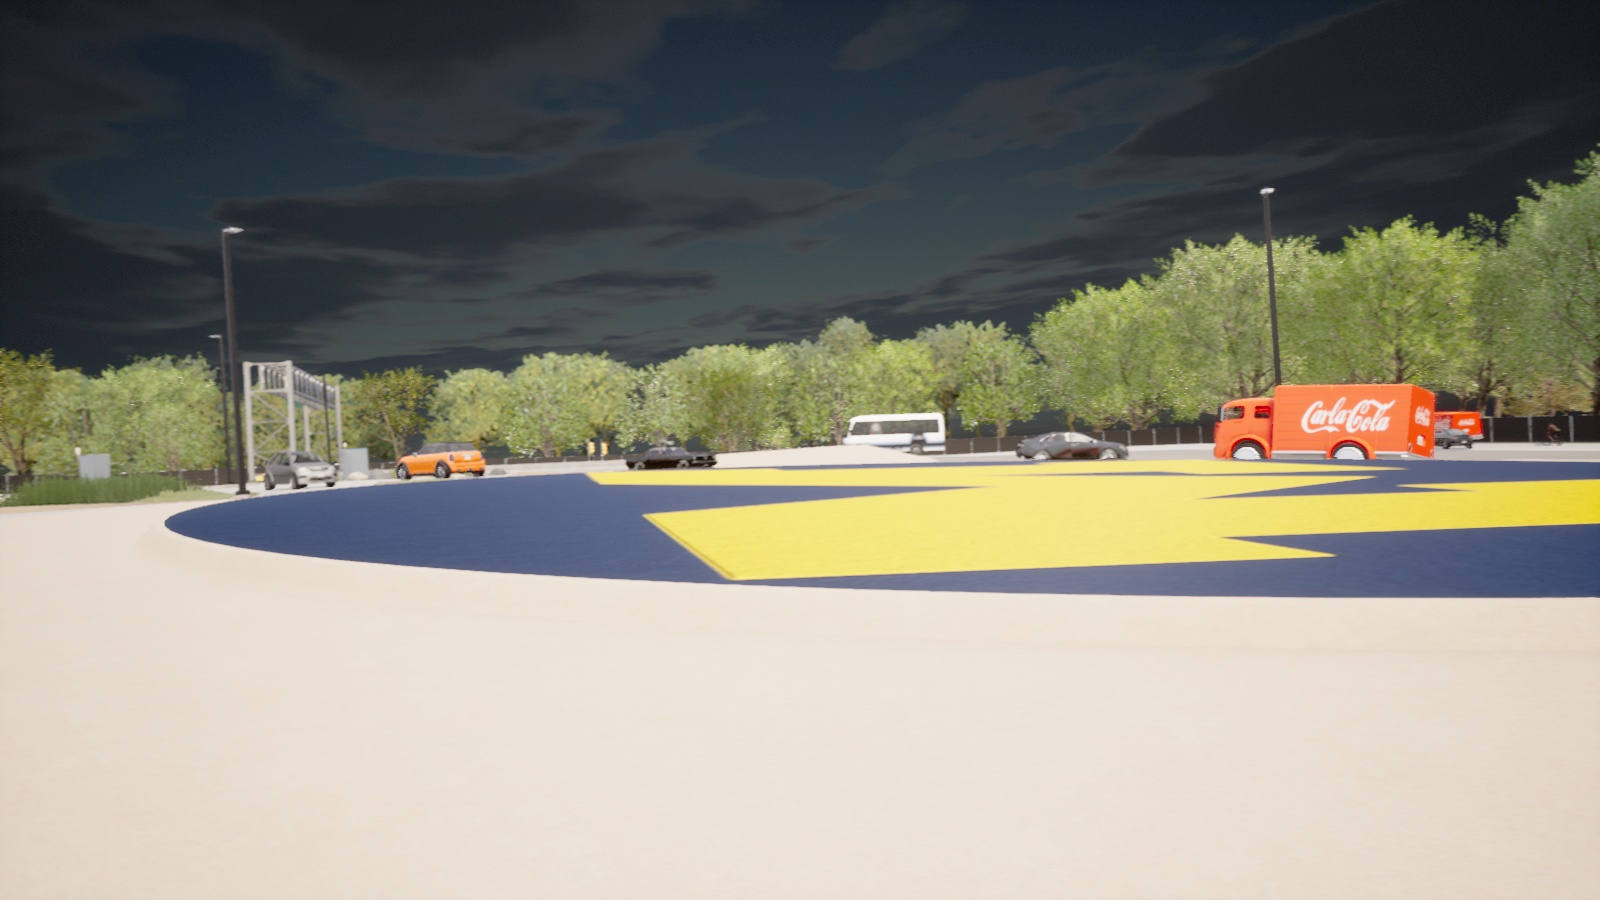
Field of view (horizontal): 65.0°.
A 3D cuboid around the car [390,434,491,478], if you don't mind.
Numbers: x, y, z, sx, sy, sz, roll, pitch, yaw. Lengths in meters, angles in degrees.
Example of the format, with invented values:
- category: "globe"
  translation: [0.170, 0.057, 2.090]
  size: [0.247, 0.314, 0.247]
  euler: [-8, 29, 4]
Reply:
- category: "car"
  translation: [-16.335, 0.291, 57.008]
  size: [4.553, 1.767, 2.097]
  euler: [-2, 1, 40]

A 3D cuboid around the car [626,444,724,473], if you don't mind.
- category: "car"
  translation: [-6.148, 0.437, 61.532]
  size: [4.718, 1.301, 1.895]
  euler: [-2, -1, 37]

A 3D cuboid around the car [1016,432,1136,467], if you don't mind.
- category: "car"
  translation: [12.118, -0.024, 55.383]
  size: [4.902, 1.511, 2.128]
  euler: [-1, 0, 4]

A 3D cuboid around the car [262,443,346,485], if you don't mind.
- category: "car"
  translation: [-21.087, 0.608, 53.306]
  size: [1.851, 1.617, 3.988]
  euler: [-3, 1, -45]

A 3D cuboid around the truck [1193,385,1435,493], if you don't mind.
- category: "truck"
  translation: [13.437, -0.290, 33.001]
  size: [5.204, 2.467, 2.627]
  euler: [2, -4, 42]
